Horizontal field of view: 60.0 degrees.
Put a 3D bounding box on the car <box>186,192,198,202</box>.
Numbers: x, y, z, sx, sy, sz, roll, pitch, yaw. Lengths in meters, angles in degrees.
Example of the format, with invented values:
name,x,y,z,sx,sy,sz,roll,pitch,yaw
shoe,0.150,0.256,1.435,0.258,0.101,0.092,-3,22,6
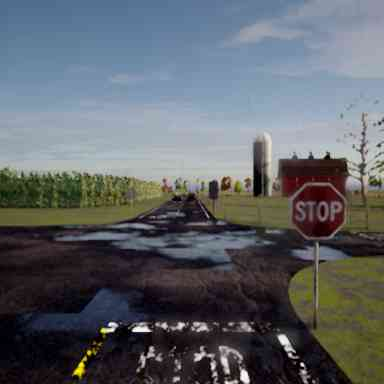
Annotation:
name,x,y,z,sx,sy,sz,roll,pitch,yaw
car,-0.065,1.111,61.533,1.837,1.490,4.892,0,0,0

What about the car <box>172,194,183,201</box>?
name,x,y,z,sx,sy,sz,roll,pitch,yaw
car,-2.820,1.146,66.144,1.994,1.385,4.181,0,0,0

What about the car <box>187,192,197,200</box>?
name,x,y,z,sx,sy,sz,roll,pitch,yaw
car,-0.079,0.832,71.936,2.097,1.767,4.553,0,0,0
